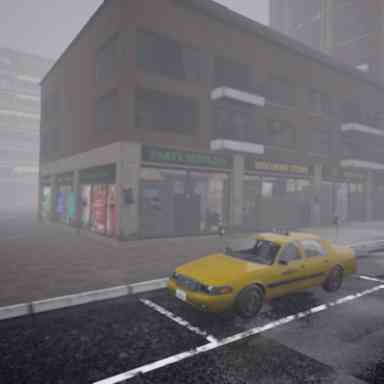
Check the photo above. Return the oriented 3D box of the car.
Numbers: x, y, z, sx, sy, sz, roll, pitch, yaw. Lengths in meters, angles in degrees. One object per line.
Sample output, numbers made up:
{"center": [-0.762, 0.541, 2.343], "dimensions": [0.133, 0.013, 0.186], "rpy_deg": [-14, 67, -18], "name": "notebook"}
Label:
{"center": [1.774, 1.515, 7.347], "dimensions": [4.829, 1.417, 1.752], "rpy_deg": [0, 2, -36], "name": "car"}
